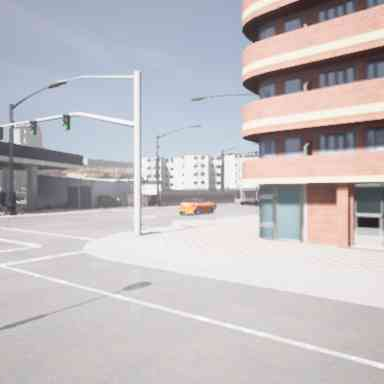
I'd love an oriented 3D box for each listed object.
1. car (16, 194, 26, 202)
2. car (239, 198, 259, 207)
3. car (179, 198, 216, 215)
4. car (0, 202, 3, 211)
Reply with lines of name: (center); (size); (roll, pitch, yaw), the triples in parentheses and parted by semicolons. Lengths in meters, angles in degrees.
car: (-44.790, 1.412, 83.233); (5.566, 2.045, 2.150); (0, 0, -45)
car: (9.434, 1.652, 53.506); (1.895, 1.301, 4.718); (0, 0, 35)
car: (0.680, 1.389, 34.556); (2.097, 1.767, 4.553); (0, 0, 35)
car: (-24.854, 1.552, 40.569); (3.806, 1.475, 1.970); (0, 0, 36)
